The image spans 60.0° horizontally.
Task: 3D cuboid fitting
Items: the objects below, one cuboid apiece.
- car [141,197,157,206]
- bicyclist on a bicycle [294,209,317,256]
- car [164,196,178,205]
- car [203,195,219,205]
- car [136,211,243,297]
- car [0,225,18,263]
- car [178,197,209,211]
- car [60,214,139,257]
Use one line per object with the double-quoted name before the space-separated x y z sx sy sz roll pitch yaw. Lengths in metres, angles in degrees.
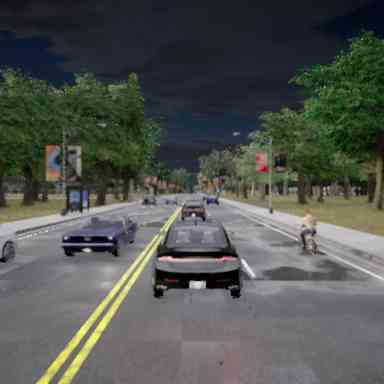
"car" -6.546 1.429 51.230 1.994 1.385 4.181 0 0 0
"bicyclist on a bicycle" 4.168 1.405 11.993 0.866 1.612 1.509 0 0 0
"car" -3.291 1.386 53.507 1.812 1.442 4.674 0 0 0
"car" 3.377 1.334 55.747 1.882 1.535 5.008 0 0 0
"car" 0.102 1.468 8.474 2.128 1.511 4.902 0 0 0
"car" -6.596 1.499 9.094 1.812 1.442 4.674 0 0 0
"car" 0.113 1.433 26.687 1.837 1.490 4.892 0 0 0
"car" -3.345 1.565 12.864 1.895 1.301 4.718 0 0 0
